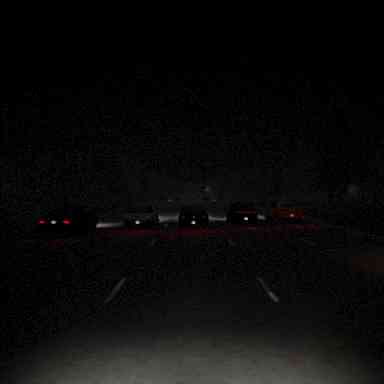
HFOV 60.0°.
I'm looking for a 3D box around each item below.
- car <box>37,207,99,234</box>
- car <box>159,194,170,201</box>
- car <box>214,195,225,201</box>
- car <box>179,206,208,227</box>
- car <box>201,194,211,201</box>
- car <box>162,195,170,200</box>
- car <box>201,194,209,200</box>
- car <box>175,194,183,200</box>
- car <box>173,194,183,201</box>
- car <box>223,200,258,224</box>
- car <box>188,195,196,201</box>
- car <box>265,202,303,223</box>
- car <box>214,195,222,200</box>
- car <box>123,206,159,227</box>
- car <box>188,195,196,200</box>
[{"bbox_3d":[-6.902,1.557,19.081,2.033,1.411,5.357,0,0,0],"label":"car"},{"bbox_3d":[-7.007,1.390,81.882,2.097,1.767,4.553,0,0,0],"label":"car"},{"bbox_3d":[6.993,1.574,81.113,2.033,1.411,5.357,0,0,0],"label":"car"},{"bbox_3d":[0.098,1.612,23.021,1.895,1.301,4.718,0,0,0],"label":"car"},{"bbox_3d":[3.493,1.629,81.142,1.895,1.301,4.718,0,0,0],"label":"car"},{"bbox_3d":[-7.008,1.429,90.282,1.994,1.385,4.181,0,0,0],"label":"car"},{"bbox_3d":[3.492,1.377,90.283,1.837,1.490,4.892,0,0,0],"label":"car"},{"bbox_3d":[-3.508,1.402,90.282,2.128,1.511,4.902,0,0,0],"label":"car"},{"bbox_3d":[-3.507,1.629,81.142,1.895,1.301,4.718,0,0,0],"label":"car"},{"bbox_3d":[3.596,1.517,24.569,1.837,1.490,4.892,0,0,0],"label":"car"},{"bbox_3d":[-0.007,1.559,81.529,1.812,1.442,4.674,0,0,0],"label":"car"},{"bbox_3d":[7.098,1.491,26.090,1.882,1.535,5.008,0,0,0],"label":"car"},{"bbox_3d":[6.992,1.430,90.283,1.994,1.385,4.181,0,0,0],"label":"car"},{"bbox_3d":[-3.403,1.612,23.021,1.895,1.301,4.718,0,0,0],"label":"car"},{"bbox_3d":[-0.008,1.472,90.312,1.895,1.301,4.718,0,0,0],"label":"car"}]
